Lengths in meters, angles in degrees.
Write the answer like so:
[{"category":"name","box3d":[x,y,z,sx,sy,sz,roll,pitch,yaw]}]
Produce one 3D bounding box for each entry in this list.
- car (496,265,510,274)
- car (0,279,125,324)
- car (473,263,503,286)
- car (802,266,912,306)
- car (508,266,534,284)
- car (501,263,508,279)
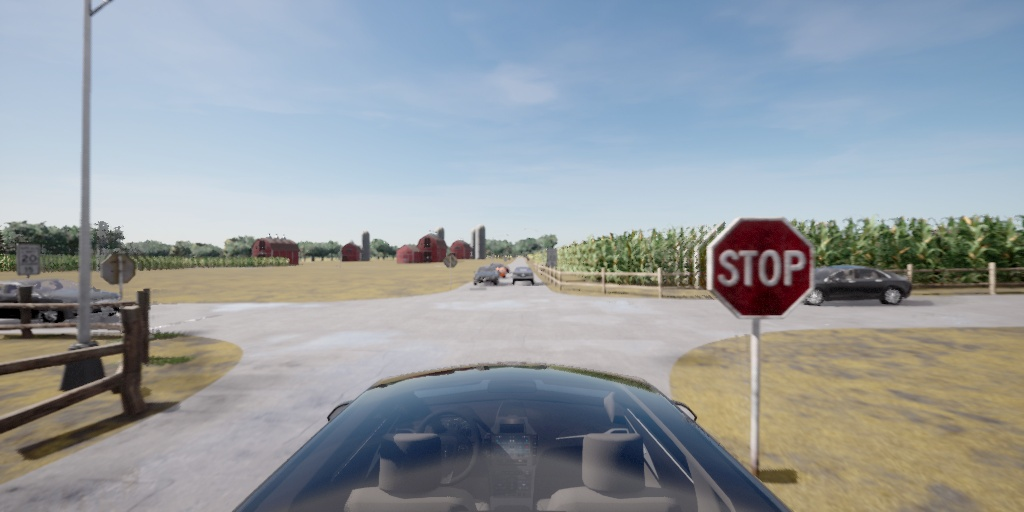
[{"category":"car","box3d":[-1.332,1.971,54.211,1.895,1.301,4.718,0,-1,2]},{"category":"car","box3d":[-16.701,1.573,12.696,4.902,1.511,2.128,0,0,1]},{"category":"car","box3d":[-2.029,1.600,29.505,1.837,1.490,4.892,0,-1,2]},{"category":"car","box3d":[13.212,1.186,14.681,4.892,1.490,1.837,-1,0,3]},{"category":"car","box3d":[0.972,1.656,31.398,2.033,1.411,5.357,0,-1,2]},{"category":"car","box3d":[-1.746,1.562,39.662,2.097,1.767,4.553,0,-1,2]}]
